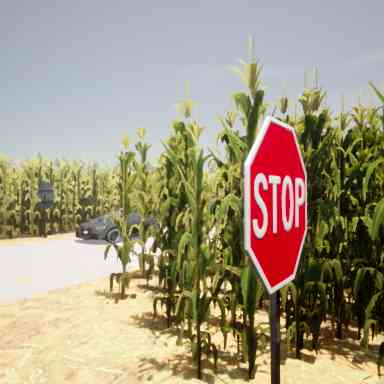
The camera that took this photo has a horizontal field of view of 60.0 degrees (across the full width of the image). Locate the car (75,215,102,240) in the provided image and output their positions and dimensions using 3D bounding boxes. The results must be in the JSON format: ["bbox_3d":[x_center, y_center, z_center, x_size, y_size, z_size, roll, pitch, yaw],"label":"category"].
[{"bbox_3d":[-3.473,1.580,16.134,1.994,1.385,4.181,0,0,36],"label":"car"}]
